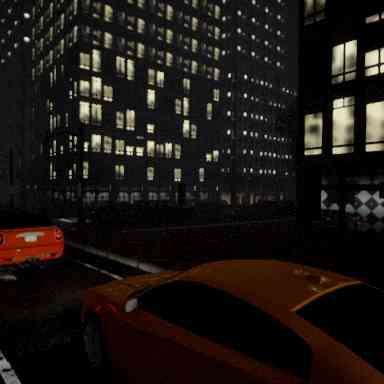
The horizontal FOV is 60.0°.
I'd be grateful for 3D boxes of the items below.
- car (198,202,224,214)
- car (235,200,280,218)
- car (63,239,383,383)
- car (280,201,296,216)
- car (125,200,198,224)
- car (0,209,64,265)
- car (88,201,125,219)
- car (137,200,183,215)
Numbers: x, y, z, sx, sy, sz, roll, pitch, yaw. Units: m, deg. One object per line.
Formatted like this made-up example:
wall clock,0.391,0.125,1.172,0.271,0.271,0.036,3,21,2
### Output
car,1.196,1.772,37.036,5.357,1.411,2.033,1,0,-40
car,6.483,1.855,33.899,4.829,1.417,1.752,1,0,-40
car,0.519,1.479,3.506,1.882,1.535,5.008,0,0,-41
car,10.698,1.960,37.386,4.206,1.307,1.802,1,0,-40
car,-2.338,1.544,26.602,5.009,1.841,2.192,1,0,-40
car,-5.973,1.356,11.090,2.097,1.767,4.553,0,0,-41
car,-7.006,1.635,30.297,4.892,1.490,1.837,1,0,-38
car,-3.468,1.676,36.544,4.829,1.417,1.752,1,0,-40
